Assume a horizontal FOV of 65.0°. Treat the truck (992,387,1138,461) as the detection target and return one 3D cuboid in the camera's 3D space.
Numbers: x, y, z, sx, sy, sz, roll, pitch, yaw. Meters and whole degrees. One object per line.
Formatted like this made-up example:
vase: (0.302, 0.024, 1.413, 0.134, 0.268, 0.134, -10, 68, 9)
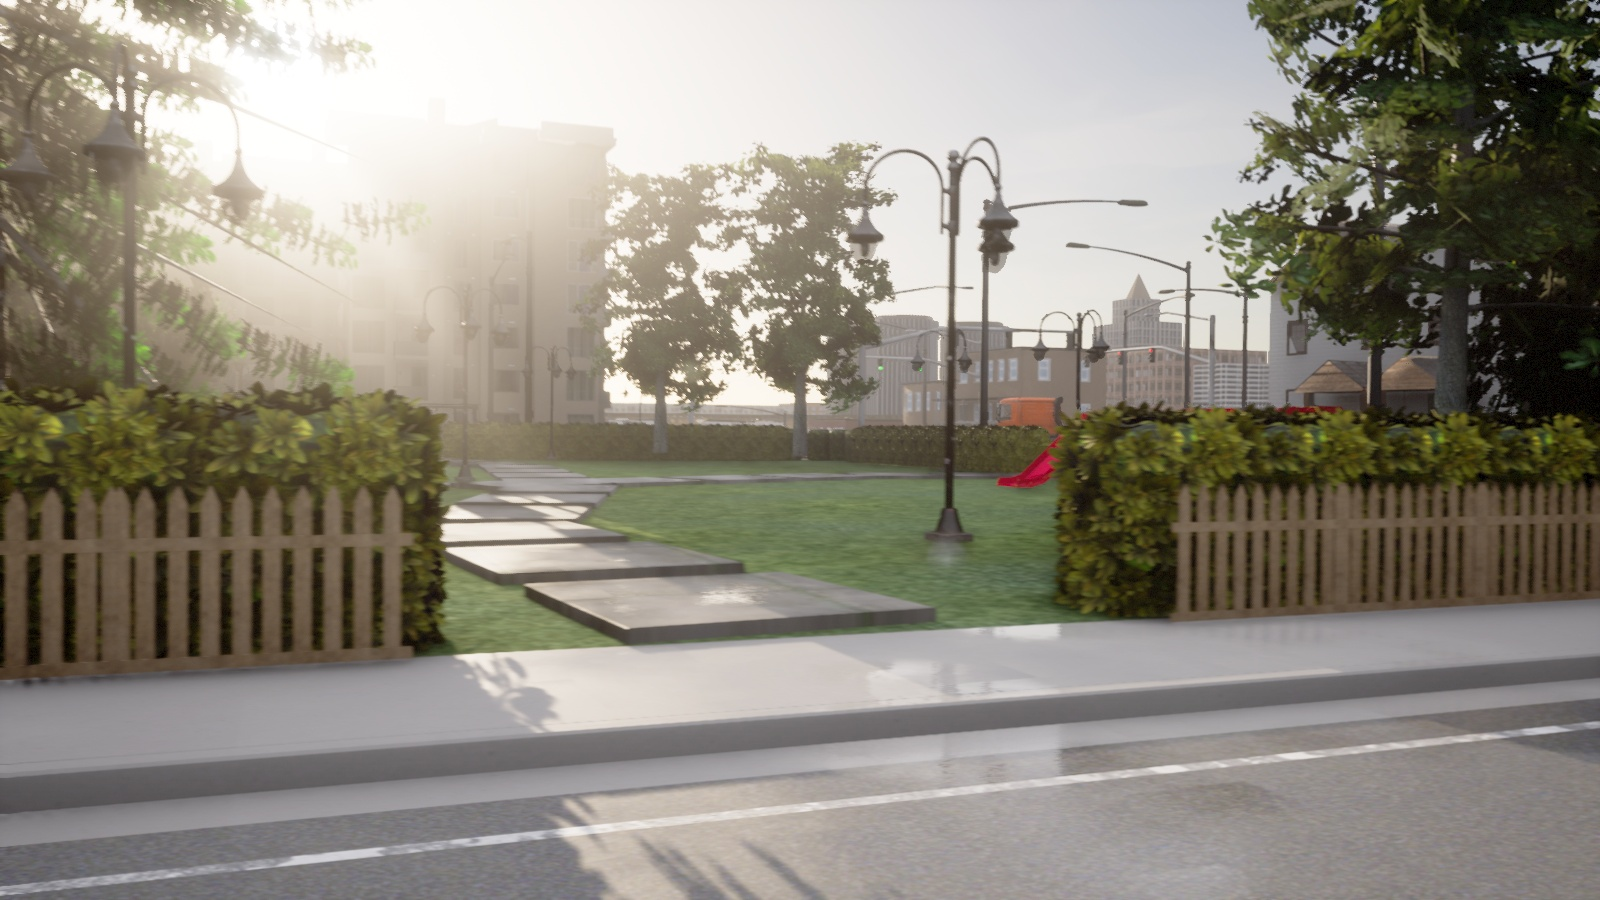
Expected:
truck: (13.143, -1.267, 63.073, 2.891, 3.462, 7.936, -1, 1, -26)
